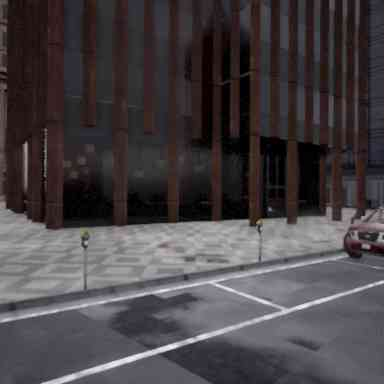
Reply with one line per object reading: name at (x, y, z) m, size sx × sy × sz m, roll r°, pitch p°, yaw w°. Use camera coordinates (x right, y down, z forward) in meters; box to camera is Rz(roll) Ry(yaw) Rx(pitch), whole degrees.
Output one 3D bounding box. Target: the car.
car at (7.594, 1.438, 12.058) m, size 5.009 × 1.841 × 2.192 m, roll 1°, pitch 0°, yaw -35°
